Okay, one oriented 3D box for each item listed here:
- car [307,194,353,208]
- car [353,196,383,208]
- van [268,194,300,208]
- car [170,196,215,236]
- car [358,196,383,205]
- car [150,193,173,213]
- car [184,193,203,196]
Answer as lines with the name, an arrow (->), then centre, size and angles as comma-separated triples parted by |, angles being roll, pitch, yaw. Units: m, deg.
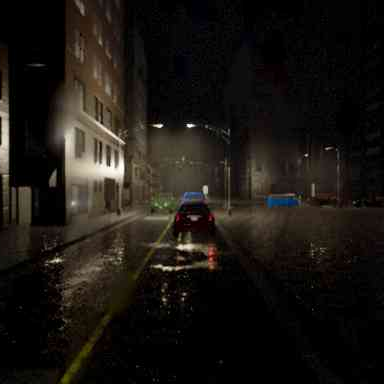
car -> 17.401, 1.164, 42.963 | 5.009, 1.841, 2.192 | 0, 0, -1
car -> 23.041, 1.411, 43.046 | 4.313, 1.339, 1.947 | 0, 0, -1
van -> 11.760, 1.192, 42.881 | 3.998, 1.788, 1.690 | 0, 0, -1
car -> 0.116, 1.289, 18.179 | 2.097, 1.767, 4.553 | 0, 1, 0
car -> 28.581, 1.347, 51.652 | 4.507, 1.381, 1.887 | 0, 0, -1
car -> -2.973, 1.115, 34.551 | 2.150, 2.045, 5.566 | 0, 0, 0
car -> 0.124, 1.099, 29.990 | 2.150, 2.045, 5.566 | 0, 0, 0
